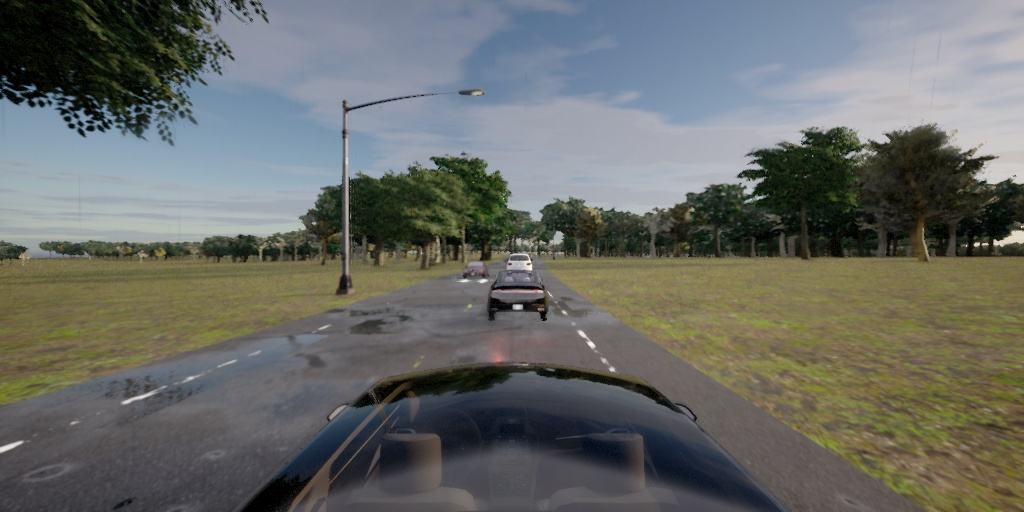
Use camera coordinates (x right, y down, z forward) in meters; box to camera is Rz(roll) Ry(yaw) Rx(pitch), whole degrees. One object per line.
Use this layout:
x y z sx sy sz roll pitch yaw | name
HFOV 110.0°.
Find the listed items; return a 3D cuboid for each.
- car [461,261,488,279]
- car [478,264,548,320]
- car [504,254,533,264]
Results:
-3.043 1.137 30.934 1.812 1.442 4.674 0 1 2 | car
0.198 1.223 12.564 2.128 1.511 4.902 0 0 1 | car
0.709 0.820 32.492 2.150 2.045 5.566 0 1 2 | car
